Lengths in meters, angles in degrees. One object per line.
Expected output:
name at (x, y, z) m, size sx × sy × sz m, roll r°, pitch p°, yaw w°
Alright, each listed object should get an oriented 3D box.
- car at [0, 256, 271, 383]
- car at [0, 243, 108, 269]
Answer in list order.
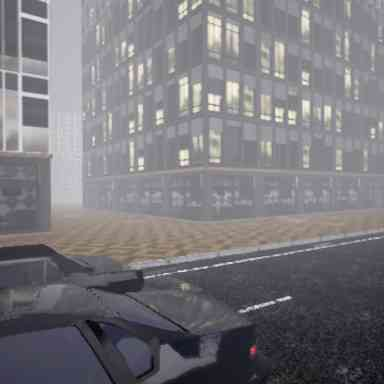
car at (-1.798, 1.548, 2.402) m, size 5.357 × 1.411 × 2.033 m, roll 0°, pitch 0°, yaw -35°
car at (-3.262, 1.600, 5.350) m, size 4.718 × 1.301 × 1.895 m, roll 0°, pitch 0°, yaw -35°
